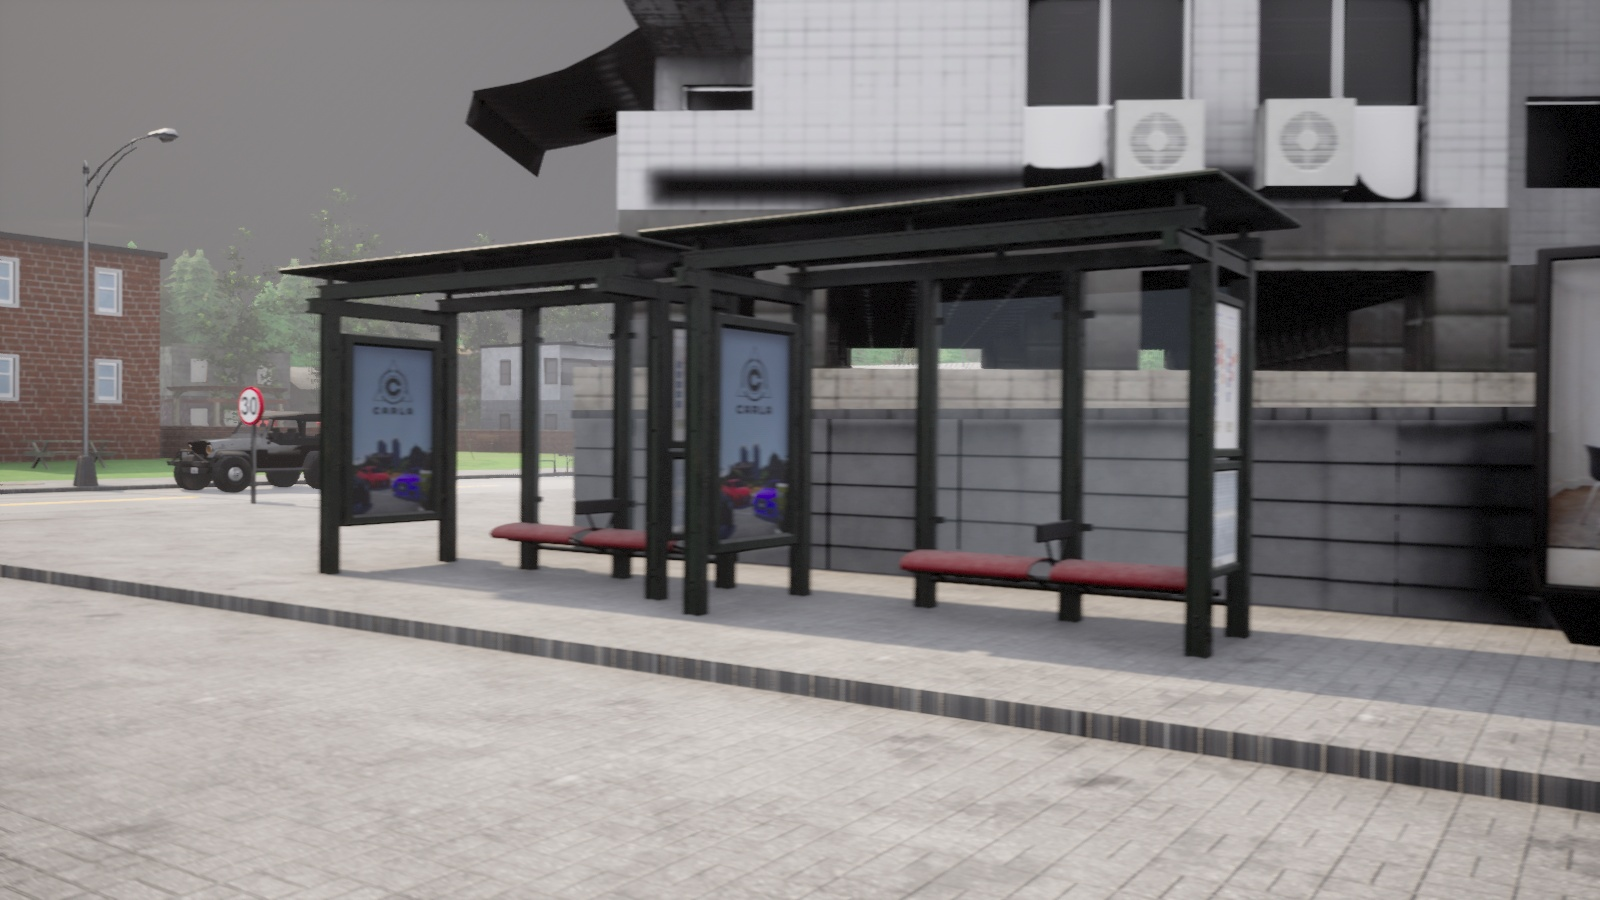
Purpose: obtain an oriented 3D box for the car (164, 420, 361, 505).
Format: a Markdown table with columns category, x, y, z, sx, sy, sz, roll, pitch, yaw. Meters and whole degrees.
| category | x | y | z | sx | sy | sz | roll | pitch | yaw |
| --- | --- | --- | --- | --- | --- | --- | --- | --- | --- |
| car | -12.682 | 0.235 | 29.823 | 1.905 | 1.878 | 3.866 | 0 | 1 | 34 |
